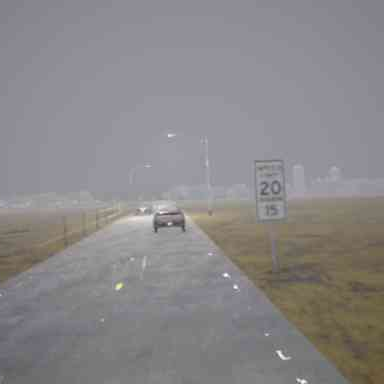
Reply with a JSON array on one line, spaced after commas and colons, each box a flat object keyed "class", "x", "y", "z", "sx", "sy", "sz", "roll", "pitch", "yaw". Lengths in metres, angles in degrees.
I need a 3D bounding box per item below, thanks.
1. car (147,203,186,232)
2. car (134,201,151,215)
[{"class": "car", "x": -1.445, "y": 1.576, "z": 20.979, "sx": 2.128, "sy": 1.511, "sz": 4.902, "roll": -3, "pitch": 0, "yaw": -4}, {"class": "car", "x": -5.573, "y": 1.789, "z": 38.860, "sx": 2.128, "sy": 1.511, "sz": 4.902, "roll": -3, "pitch": 0, "yaw": -4}]
